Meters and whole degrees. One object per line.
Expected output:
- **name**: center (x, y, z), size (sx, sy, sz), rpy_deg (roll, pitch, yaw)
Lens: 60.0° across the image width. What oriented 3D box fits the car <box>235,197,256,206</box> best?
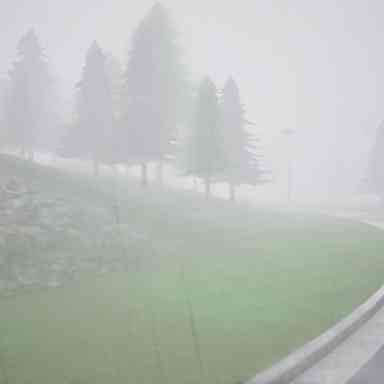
- **car**: center (8.217, 1.503, 53.546), size (2.128, 1.511, 4.902), rpy_deg (0, 0, -31)
